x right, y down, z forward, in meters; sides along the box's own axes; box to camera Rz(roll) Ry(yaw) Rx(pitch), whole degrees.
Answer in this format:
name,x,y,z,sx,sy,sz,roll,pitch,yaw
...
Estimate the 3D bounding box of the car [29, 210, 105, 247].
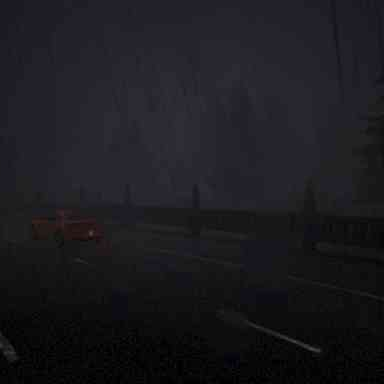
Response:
name,x,y,z,sx,sy,sz,roll,pitch,yaw
car,-6.125,1.619,16.026,5.008,1.535,1.882,0,-1,44
